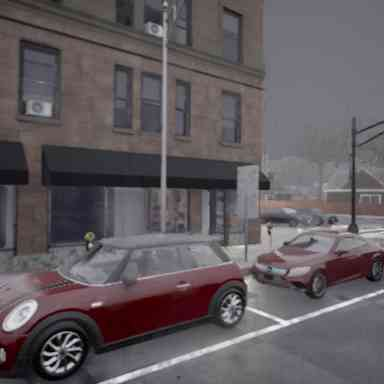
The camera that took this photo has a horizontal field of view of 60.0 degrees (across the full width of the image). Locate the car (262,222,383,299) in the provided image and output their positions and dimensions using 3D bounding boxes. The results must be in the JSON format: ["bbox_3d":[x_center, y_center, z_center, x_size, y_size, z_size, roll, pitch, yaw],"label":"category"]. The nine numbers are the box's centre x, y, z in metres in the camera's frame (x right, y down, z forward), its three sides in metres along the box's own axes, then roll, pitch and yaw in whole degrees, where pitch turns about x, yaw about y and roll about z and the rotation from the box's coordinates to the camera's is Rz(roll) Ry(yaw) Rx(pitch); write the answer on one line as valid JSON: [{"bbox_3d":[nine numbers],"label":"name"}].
[{"bbox_3d":[3.419,1.678,8.641,4.206,1.307,1.802,1,-1,-36],"label":"car"}]

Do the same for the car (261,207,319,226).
[{"bbox_3d":[7.112,1.882,25.878,1.812,1.442,4.674,1,-1,-36],"label":"car"}]

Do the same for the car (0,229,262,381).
[{"bbox_3d":[-1.066,1.467,5.429,4.097,1.590,1.967,1,-1,-36],"label":"car"}]

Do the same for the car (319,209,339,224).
[{"bbox_3d":[9.880,1.958,27.589,1.994,1.385,4.181,1,-1,-36],"label":"car"}]
